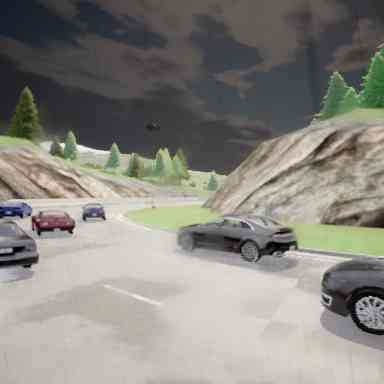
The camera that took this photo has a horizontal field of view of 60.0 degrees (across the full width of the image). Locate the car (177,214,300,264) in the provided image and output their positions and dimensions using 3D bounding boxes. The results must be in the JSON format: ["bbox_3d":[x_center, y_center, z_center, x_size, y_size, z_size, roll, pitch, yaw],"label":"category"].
[{"bbox_3d":[1.504,1.588,12.409,4.902,1.511,2.128,0,0,44],"label":"car"}]

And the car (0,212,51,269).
[{"bbox_3d":[-6.479,1.597,10.693,2.033,1.411,5.357,1,0,-39],"label":"car"}]

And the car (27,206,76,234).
[{"bbox_3d":[-8.185,1.703,19.356,1.895,1.301,4.718,0,0,-30],"label":"car"}]

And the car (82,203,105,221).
[{"bbox_3d":[-8.669,1.696,29.356,1.812,1.442,4.674,0,0,-18],"label":"car"}]

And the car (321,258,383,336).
[{"bbox_3d":[4.634,1.566,5.227,4.892,1.490,1.837,0,0,34],"label":"car"}]

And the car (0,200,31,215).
[{"bbox_3d":[-16.179,1.625,30.794,1.882,1.535,5.008,0,0,-13],"label":"car"}]
